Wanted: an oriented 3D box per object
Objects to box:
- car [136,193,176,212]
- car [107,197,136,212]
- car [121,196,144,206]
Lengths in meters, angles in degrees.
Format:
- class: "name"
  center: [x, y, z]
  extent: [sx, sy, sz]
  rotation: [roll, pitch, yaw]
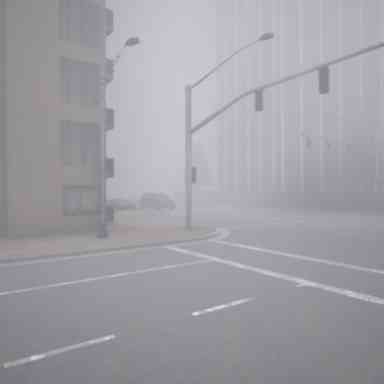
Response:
- class: "car"
  center: [-3.988, 1.101, 38.242]
  extent: [2.150, 2.045, 5.566]
  rotation: [0, 0, -35]
- class: "car"
  center: [-8.378, 1.450, 38.421]
  extent: [2.033, 1.411, 5.357]
  rotation: [0, 0, -35]
- class: "car"
  center: [-9.363, 1.420, 52.191]
  extent: [1.994, 1.385, 4.181]
  rotation: [0, 0, -35]
